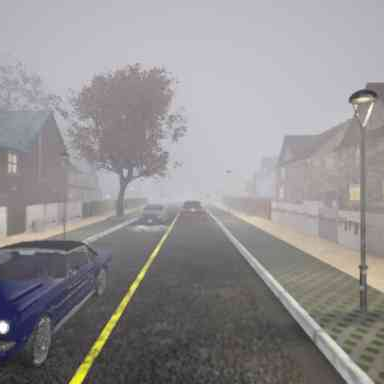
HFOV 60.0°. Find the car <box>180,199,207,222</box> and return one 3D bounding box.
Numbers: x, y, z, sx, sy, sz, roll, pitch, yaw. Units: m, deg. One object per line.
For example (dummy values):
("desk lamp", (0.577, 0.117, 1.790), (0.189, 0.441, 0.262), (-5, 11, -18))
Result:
("car", (0.078, 1.427, 27.427), (2.097, 1.767, 4.553), (0, 0, 0))

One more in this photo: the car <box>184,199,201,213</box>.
("car", (0.064, 1.653, 40.216), (1.837, 1.490, 4.892), (0, 0, 0))

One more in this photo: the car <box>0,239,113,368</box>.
("car", (-2.855, 1.611, 5.886), (1.895, 1.301, 4.718), (0, 0, 0))

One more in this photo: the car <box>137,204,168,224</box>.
("car", (-2.865, 1.615, 25.397), (2.033, 1.411, 5.357), (0, 0, 0))
